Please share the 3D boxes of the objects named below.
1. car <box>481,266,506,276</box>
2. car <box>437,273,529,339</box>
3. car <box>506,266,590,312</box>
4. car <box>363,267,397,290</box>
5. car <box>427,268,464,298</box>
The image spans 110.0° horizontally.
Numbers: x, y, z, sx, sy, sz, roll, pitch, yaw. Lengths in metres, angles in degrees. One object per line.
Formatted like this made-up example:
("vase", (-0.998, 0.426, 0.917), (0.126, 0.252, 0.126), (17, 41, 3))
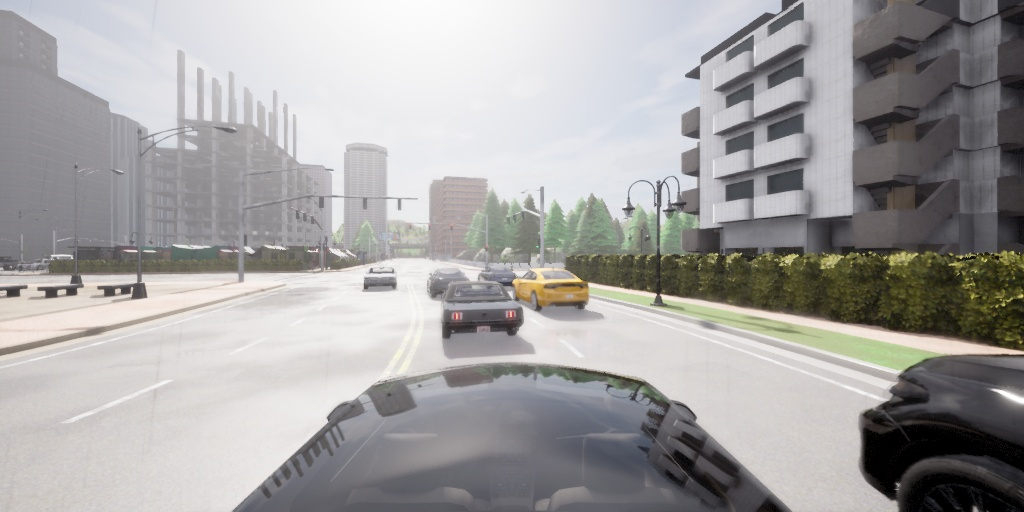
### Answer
("car", (-0.956, 1.314, 22.975), (1.994, 1.385, 4.181), (0, 0, -15))
("car", (-1.080, 1.351, 10.175), (1.895, 1.301, 4.718), (0, 0, -12))
("car", (1.367, 1.228, 14.534), (1.882, 1.535, 5.008), (0, 0, -14))
("car", (-8.263, 1.350, 22.737), (1.895, 1.301, 4.718), (0, 0, -17))
("car", (-3.327, 1.314, 18.642), (1.994, 1.385, 4.181), (0, 0, -16))
